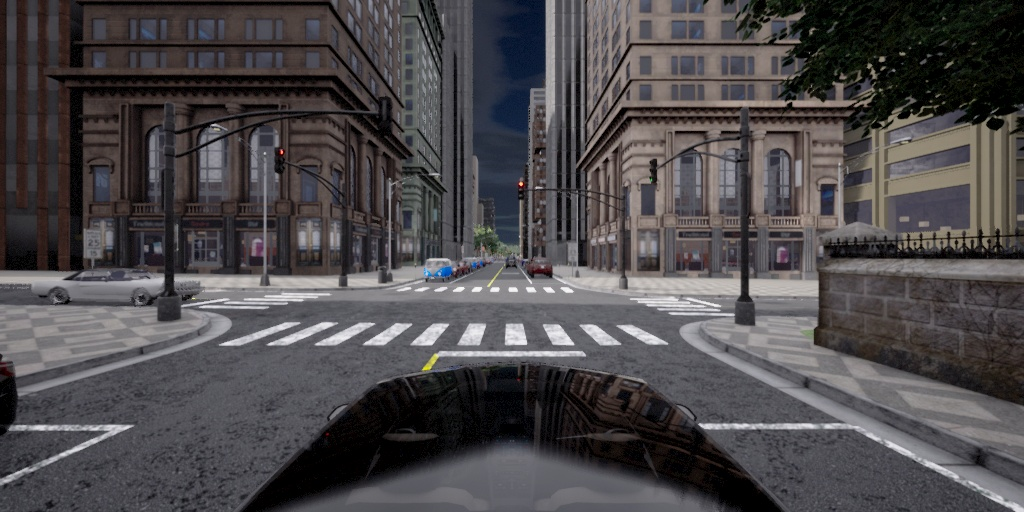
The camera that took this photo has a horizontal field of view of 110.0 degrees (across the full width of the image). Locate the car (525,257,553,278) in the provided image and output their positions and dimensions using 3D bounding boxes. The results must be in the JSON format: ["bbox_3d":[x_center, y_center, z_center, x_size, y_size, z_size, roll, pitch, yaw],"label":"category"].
[{"bbox_3d":[2.678,1.071,33.861,2.192,1.841,5.009,0,0,0],"label":"car"}]

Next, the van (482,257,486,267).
[{"bbox_3d":[-5.919,1.125,61.036,1.690,1.789,3.998,0,0,0],"label":"van"}]

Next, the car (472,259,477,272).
[{"bbox_3d":[-5.876,1.332,44.711,1.948,1.339,4.313,0,0,0],"label":"car"}]

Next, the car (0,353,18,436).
[{"bbox_3d":[-5.762,1.316,1.732,1.948,1.339,4.313,0,0,0],"label":"car"}]

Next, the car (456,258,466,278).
[{"bbox_3d":[-5.847,1.196,33.830,1.967,1.591,4.097,0,0,0],"label":"car"}]

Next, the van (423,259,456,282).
[{"bbox_3d":[-5.833,1.093,28.389,1.690,1.789,3.998,0,0,0],"label":"van"}]

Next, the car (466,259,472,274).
[{"bbox_3d":[-5.861,1.306,39.270,1.888,1.381,4.507,0,0,0],"label":"car"}]

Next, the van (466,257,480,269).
[{"bbox_3d":[-5.890,1.113,50.153,1.690,1.789,3.998,0,0,0],"label":"van"}]

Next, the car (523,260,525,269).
[{"bbox_3d":[2.664,1.076,39.301,2.192,1.841,5.009,0,0,0],"label":"car"}]

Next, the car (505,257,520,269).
[{"bbox_3d":[-0.100,1.287,59.049,1.837,1.490,4.892,0,0,1],"label":"car"}]

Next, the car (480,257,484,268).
[{"bbox_3d":[-5.904,1.323,55.594,1.888,1.381,4.507,0,0,0],"label":"car"}]

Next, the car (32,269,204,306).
[{"bbox_3d":[-14.741,1.143,13.641,4.718,1.301,1.895,1,0,0],"label":"car"}]

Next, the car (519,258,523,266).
[{"bbox_3d":[2.621,1.329,55.624,2.007,1.370,4.403,0,0,0],"label":"car"}]
